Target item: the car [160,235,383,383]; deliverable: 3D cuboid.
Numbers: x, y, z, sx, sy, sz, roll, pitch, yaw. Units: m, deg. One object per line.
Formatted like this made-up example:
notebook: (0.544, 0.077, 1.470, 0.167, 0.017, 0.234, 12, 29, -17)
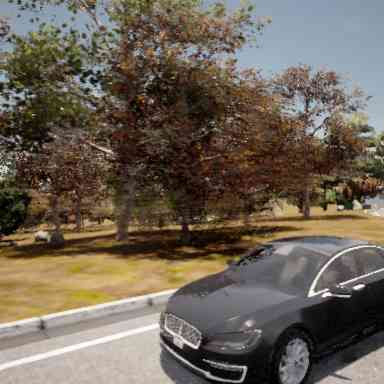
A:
car: (1.818, 1.511, 5.283, 4.892, 1.490, 1.837, 0, 0, -35)
